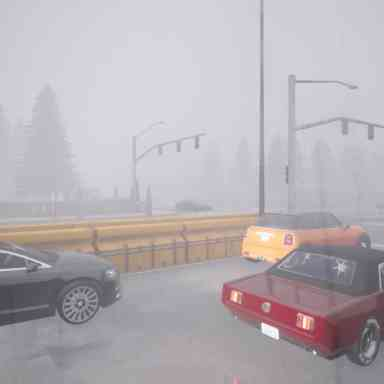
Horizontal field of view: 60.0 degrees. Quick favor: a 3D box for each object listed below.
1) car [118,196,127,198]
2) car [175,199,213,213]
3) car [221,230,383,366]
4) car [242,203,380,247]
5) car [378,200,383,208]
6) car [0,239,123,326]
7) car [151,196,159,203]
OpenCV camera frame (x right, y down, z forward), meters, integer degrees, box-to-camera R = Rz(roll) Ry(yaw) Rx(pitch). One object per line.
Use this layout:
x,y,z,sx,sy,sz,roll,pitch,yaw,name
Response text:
-11.166,1.477,53.537,1.882,1.535,5.008,0,0,-36,car
0.061,1.547,37.771,2.033,1.411,5.357,0,0,-35,car
2.868,1.601,5.800,4.718,1.301,1.895,0,0,-36,car
3.815,1.352,10.781,4.553,1.767,2.097,0,0,-36,car
26.667,1.546,44.579,5.357,1.411,2.033,0,0,-36,car
-3.597,1.492,5.472,4.902,1.511,2.128,0,0,-36,car
-8.038,1.513,70.183,2.033,1.411,5.357,0,0,-2,car
